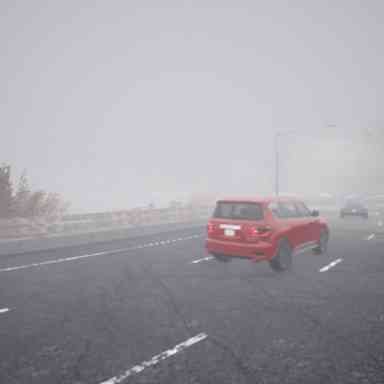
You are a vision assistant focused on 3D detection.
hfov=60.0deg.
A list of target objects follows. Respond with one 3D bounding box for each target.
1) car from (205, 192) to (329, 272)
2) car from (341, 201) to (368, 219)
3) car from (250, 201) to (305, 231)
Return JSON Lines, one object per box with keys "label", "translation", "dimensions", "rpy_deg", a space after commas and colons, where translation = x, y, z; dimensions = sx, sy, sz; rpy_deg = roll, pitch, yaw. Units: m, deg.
{"label": "car", "translation": [2.697, 1.163, 10.976], "dimensions": [2.150, 2.045, 5.566], "rpy_deg": [0, 0, 39]}
{"label": "car", "translation": [13.493, 1.398, 27.577], "dimensions": [1.994, 1.385, 4.181], "rpy_deg": [0, 0, 27]}
{"label": "car", "translation": [5.487, 1.393, 20.808], "dimensions": [1.837, 1.490, 4.892], "rpy_deg": [0, 0, 34]}
